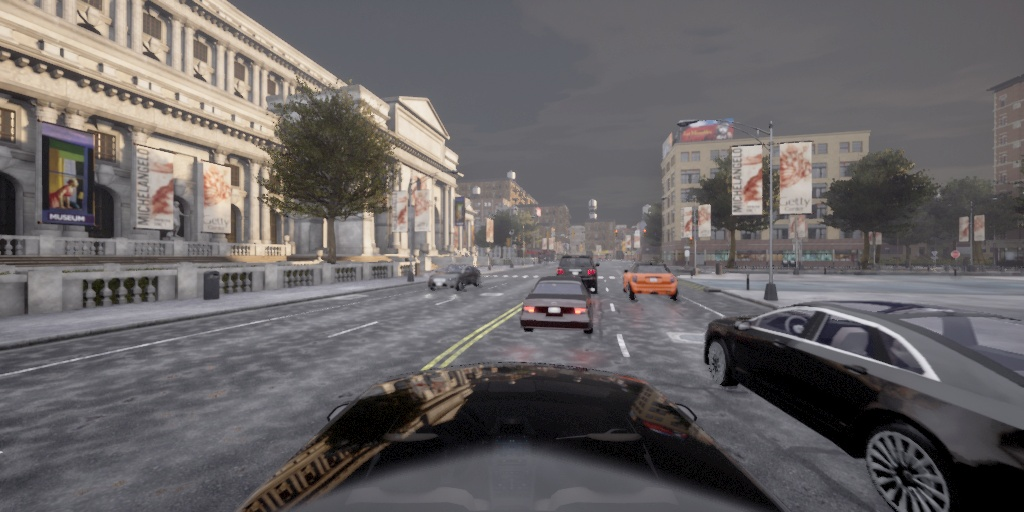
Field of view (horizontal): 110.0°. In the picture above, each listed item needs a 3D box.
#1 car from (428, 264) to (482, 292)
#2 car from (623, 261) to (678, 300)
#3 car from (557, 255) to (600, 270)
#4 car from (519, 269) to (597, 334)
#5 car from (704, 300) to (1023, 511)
[{"bbox_3d":[-3.314,1.239,21.540,2.128,1.511,4.902,0,0,14],"label":"car"},{"bbox_3d":[6.811,1.099,18.073,2.097,1.767,4.553,0,0,13],"label":"car"},{"bbox_3d":[3.821,0.968,20.709,2.150,2.045,5.566,0,0,14],"label":"car"},{"bbox_3d":[1.473,1.296,10.734,2.033,1.411,5.357,0,0,11],"label":"car"},{"bbox_3d":[3.938,1.242,3.979,2.128,1.511,4.902,0,0,5],"label":"car"}]
